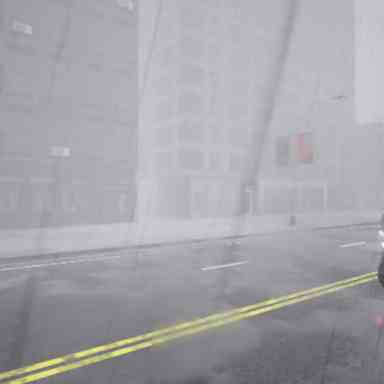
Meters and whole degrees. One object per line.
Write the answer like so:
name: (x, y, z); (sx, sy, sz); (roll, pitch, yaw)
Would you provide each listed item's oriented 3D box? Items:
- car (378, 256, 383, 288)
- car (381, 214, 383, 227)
car: (6.279, 1.611, 7.923); (4.181, 1.385, 1.994); (0, 0, -35)
car: (14.295, 1.609, 21.868); (4.902, 1.511, 2.128); (0, 0, -35)
